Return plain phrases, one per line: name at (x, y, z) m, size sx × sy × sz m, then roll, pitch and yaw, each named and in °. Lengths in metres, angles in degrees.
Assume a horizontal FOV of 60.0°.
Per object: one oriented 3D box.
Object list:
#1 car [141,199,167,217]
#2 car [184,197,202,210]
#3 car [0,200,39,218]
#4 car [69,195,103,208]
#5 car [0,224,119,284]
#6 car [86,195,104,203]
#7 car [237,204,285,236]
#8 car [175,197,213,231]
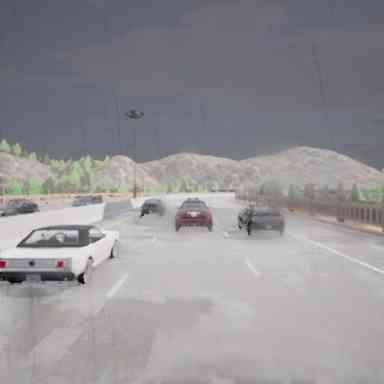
car at (-3.391, 1.373, 29.721) m, size 1.837 × 1.490 × 4.892 m, roll 0°, pitch 0°, yaw 0°
car at (0.111, 1.365, 40.986) m, size 2.033 × 1.411 × 5.357 m, roll 0°, pitch 0°, yaw 0°
car at (-14.082, 1.372, 26.677) m, size 2.128 × 1.511 × 4.902 m, roll 0°, pitch 0°, yaw 0°
car at (-10.573, 1.204, 33.148) m, size 2.097 × 1.767 × 4.553 m, roll 0°, pitch 0°, yaw 0°
car at (-3.404, 1.559, 9.367) m, size 1.895 × 1.301 × 4.718 m, roll 0°, pitch 0°, yaw 0°
car at (-17.483, 1.307, 60.331) m, size 1.994 × 1.385 × 4.181 m, roll 0°, pitch 0°, yaw 0°
car at (3.605, 1.412, 17.961) m, size 2.128 × 1.511 × 4.902 m, roll 0°, pitch 0°, yaw 0°
car at (0.106, 1.262, 20.110) m, size 2.097 × 1.767 × 4.553 m, roll 0°, pitch 0°, yaw 0°
